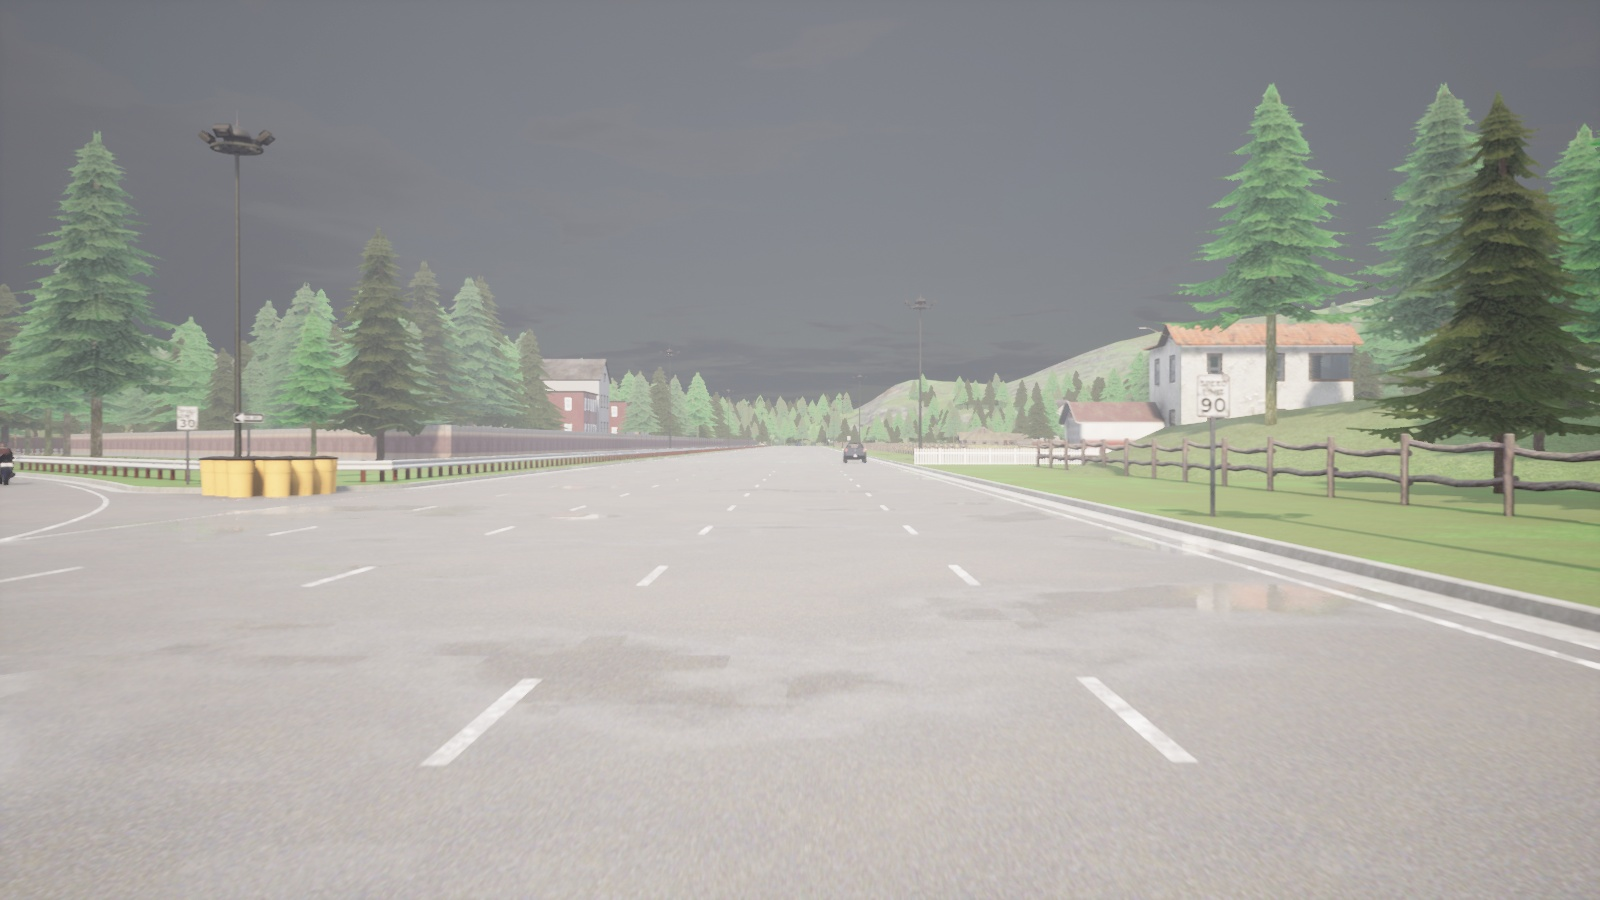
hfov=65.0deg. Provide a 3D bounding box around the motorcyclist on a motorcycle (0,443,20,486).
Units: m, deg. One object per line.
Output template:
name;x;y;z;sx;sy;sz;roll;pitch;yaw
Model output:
motorcyclist on a motorcycle;-28.956;0.501;45.556;0.866;1.530;2.191;0;0;-38

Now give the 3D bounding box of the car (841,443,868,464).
car;4.057;0.235;93.849;1.845;1.501;3.633;0;0;0
